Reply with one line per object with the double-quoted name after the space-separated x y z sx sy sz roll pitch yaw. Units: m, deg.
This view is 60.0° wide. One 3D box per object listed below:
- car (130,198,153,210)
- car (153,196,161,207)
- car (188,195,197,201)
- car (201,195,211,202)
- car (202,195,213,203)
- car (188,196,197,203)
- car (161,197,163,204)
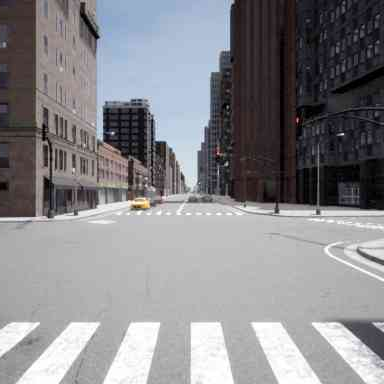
-6.530 1.486 42.173 1.882 1.535 5.008 0 0 0 "car"
-6.501 1.574 51.423 1.994 1.385 4.181 0 0 1 "car"
0.132 1.558 82.109 1.994 1.385 4.181 0 0 0 "car"
3.380 1.500 81.363 2.128 1.511 4.902 0 0 0 "car"
3.364 1.533 70.943 2.128 1.511 4.902 0 0 0 "car"
0.139 1.527 71.795 2.128 1.511 4.902 0 0 0 "car"
-6.464 1.488 61.844 1.882 1.535 5.008 0 0 0 "car"
